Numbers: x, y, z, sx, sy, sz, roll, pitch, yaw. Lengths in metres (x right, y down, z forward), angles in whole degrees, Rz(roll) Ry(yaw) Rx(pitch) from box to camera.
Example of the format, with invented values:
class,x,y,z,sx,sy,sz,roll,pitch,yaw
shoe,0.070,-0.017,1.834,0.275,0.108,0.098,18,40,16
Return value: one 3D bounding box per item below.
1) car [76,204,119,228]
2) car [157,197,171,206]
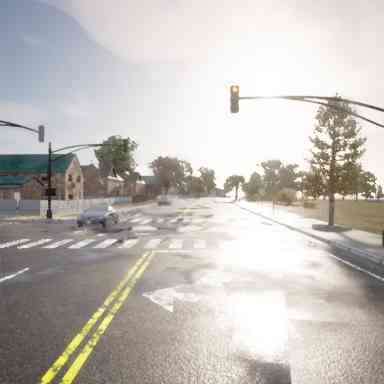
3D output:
class,x,y,z,sx,sy,sz,roll,pitch,yaw
car,-6.212,1.556,22.484,1.812,1.442,4.674,0,0,1
car,-4.721,1.585,56.958,1.882,1.535,5.008,0,0,4
